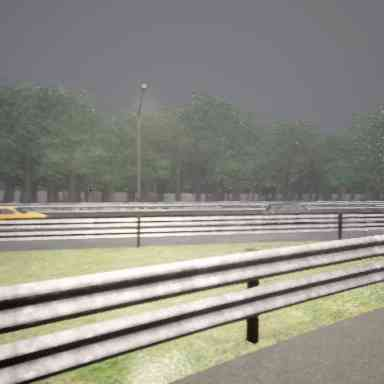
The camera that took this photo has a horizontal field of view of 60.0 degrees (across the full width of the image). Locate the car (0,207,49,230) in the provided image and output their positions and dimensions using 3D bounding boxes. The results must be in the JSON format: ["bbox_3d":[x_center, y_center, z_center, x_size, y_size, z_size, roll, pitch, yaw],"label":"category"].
[{"bbox_3d":[-12.056,1.701,21.879,5.008,1.535,1.882,0,0,-12],"label":"car"}]

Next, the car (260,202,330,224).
[{"bbox_3d":[6.980,1.569,22.583,4.553,1.767,2.097,0,0,-13],"label":"car"}]
